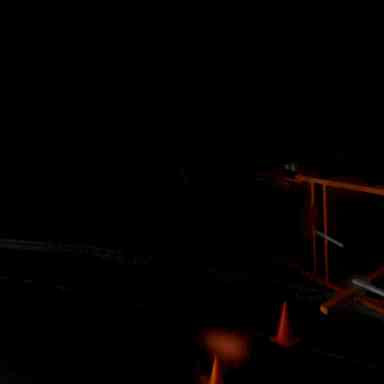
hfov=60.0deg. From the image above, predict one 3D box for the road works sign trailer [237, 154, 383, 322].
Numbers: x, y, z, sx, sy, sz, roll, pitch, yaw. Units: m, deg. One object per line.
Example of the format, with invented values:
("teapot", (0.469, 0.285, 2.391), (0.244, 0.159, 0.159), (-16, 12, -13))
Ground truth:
("road works sign trailer", (2.006, 0.723, 5.459), (2.880, 2.380, 3.560), (-17, 18, -28))
